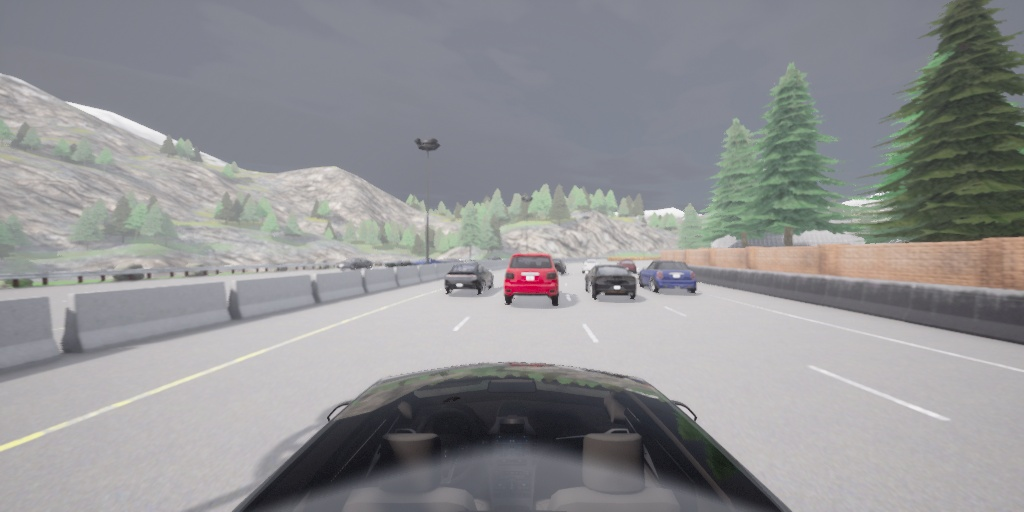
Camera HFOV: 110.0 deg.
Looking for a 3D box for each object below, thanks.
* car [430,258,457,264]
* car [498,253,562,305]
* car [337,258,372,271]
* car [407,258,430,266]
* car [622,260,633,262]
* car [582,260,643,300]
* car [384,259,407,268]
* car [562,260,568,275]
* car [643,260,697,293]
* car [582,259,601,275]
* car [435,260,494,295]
[{"bbox_3d":[-7.849,1.044,45.218,2.033,1.411,5.357,0,0,16],"label":"car"},{"bbox_3d":[0.960,0.896,15.900,2.150,2.045,5.566,0,0,6],"label":"car"},{"bbox_3d":[-19.084,0.973,43.674,2.128,1.511,4.902,0,0,15],"label":"car"},{"bbox_3d":[-11.094,0.960,46.495,1.882,1.535,5.008,0,0,16],"label":"car"},{"bbox_3d":[12.173,1.102,38.093,1.812,1.442,4.674,0,0,15],"label":"car"},{"bbox_3d":[4.652,1.152,17.427,1.882,1.535,5.008,0,0,6],"label":"car"},{"bbox_3d":[-14.617,1.073,46.989,1.895,1.301,4.718,0,0,16],"label":"car"},{"bbox_3d":[4.443,1.076,36.094,1.837,1.490,4.892,0,0,13],"label":"car"},{"bbox_3d":[8.522,1.020,20.056,2.097,1.767,4.553,0,0,8],"label":"car"},{"bbox_3d":[8.417,1.097,37.615,1.812,1.442,4.674,0,0,14],"label":"car"},{"bbox_3d":[-2.181,1.141,19.168,2.128,1.511,4.902,0,0,6],"label":"car"}]
